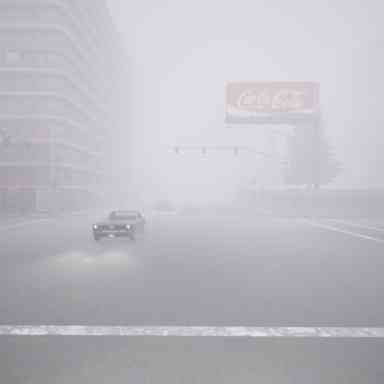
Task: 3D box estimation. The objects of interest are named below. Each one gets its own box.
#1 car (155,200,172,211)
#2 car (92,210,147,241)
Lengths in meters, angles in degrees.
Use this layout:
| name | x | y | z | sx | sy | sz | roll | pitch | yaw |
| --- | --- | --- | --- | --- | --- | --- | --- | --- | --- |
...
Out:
| name | x | y | z | sx | sy | sz | roll | pitch | yaw |
| --- | --- | --- | --- | --- | --- | --- | --- | --- | --- |
| car | -3.537 | 1.610 | 41.707 | 1.895 | 1.301 | 4.718 | 0 | 0 | 0 |
| car | -3.516 | 1.605 | 16.739 | 1.895 | 1.301 | 4.718 | 0 | 0 | 0 |
